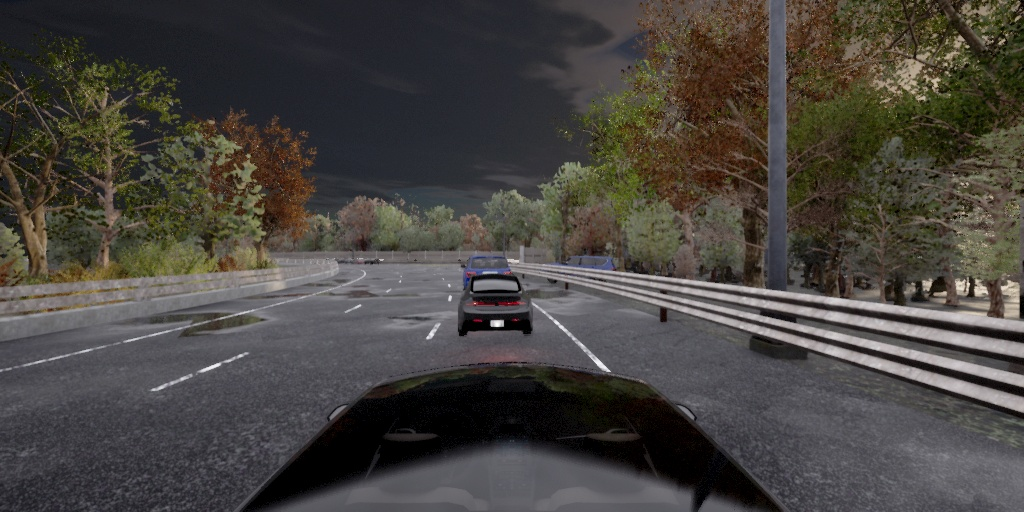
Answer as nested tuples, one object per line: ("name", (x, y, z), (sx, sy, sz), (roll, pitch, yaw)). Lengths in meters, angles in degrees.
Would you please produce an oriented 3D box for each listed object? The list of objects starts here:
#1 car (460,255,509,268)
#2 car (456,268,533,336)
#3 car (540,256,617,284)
("car", (-1.330, 0.966, 17.853), (2.150, 2.045, 5.566), (0, 0, -9))
("car", (-0.549, 1.252, 10.391), (1.837, 1.490, 4.892), (0, 0, -5))
("car", (4.825, 0.980, 26.167), (5.566, 2.045, 2.150), (3, 1, 10))
